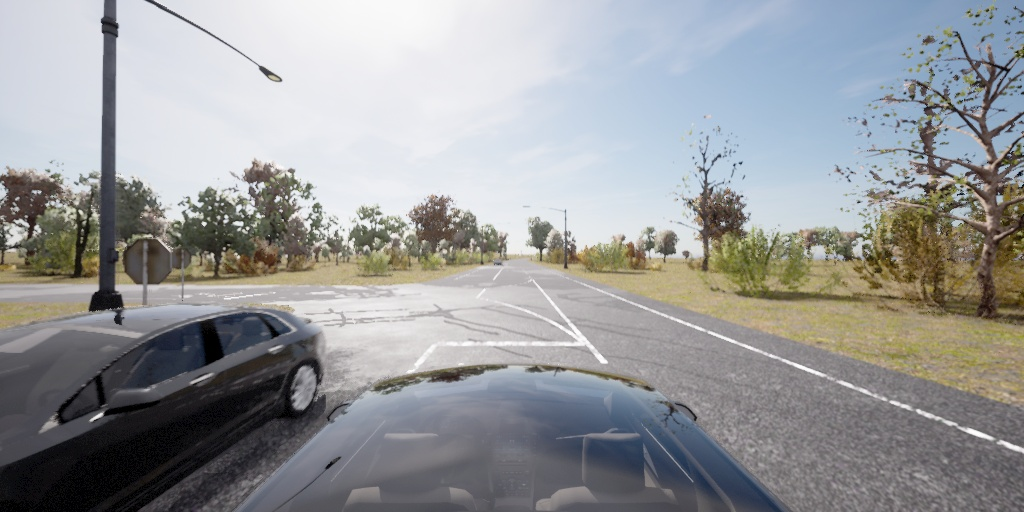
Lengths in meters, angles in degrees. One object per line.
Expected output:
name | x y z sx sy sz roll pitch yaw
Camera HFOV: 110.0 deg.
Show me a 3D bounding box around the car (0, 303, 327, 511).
car | -3.509 1.265 3.107 1.837 1.490 4.892 0 0 0
